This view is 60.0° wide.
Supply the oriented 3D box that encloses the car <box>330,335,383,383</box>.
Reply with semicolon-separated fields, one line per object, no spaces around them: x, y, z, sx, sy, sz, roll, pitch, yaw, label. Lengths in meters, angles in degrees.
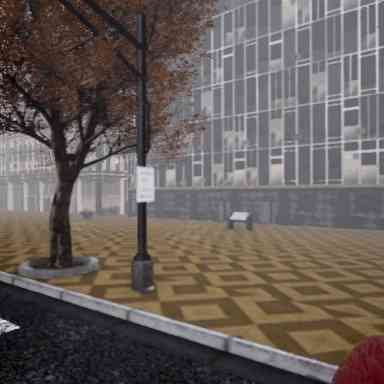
2.898;1.308;0.810;5.009;1.841;2.192;0;0;36;car
